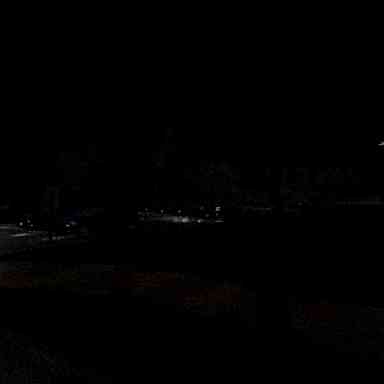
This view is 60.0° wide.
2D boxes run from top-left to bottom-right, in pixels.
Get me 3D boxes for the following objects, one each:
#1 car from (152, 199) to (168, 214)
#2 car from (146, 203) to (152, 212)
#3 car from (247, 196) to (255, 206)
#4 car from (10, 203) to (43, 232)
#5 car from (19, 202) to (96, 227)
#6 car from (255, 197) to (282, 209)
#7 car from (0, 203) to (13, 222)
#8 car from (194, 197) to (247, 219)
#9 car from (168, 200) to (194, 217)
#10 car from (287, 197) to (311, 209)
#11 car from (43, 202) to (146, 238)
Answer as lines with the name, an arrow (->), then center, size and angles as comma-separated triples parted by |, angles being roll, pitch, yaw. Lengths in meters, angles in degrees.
car -> -1.404, 1.547, 35.133 | 2.033, 1.411, 5.357 | 0, 0, 36
car -> -3.392, 1.547, 38.347 | 2.033, 1.411, 5.357 | 0, 0, 36
car -> 11.159, 1.493, 52.265 | 2.128, 1.511, 4.902 | 0, 0, 37
car -> -7.937, 1.505, 20.212 | 1.837, 1.490, 4.892 | 0, 0, 36
car -> -9.516, 1.505, 23.989 | 1.837, 1.490, 4.892 | 0, 0, 36
car -> 10.840, 1.564, 45.951 | 1.994, 1.385, 4.181 | 0, 0, 36
car -> -13.312, 1.525, 24.725 | 1.812, 1.442, 4.674 | 0, 0, 36
car -> 2.580, 1.354, 28.711 | 2.097, 1.767, 4.553 | 0, 0, 36
car -> 0.067, 1.563, 31.205 | 1.994, 1.385, 4.181 | 0, 0, 36
car -> 14.551, 1.477, 45.083 | 1.882, 1.535, 5.008 | 0, 0, 37
car -> -5.099, 1.478, 18.147 | 1.882, 1.535, 5.008 | 0, 0, 36
